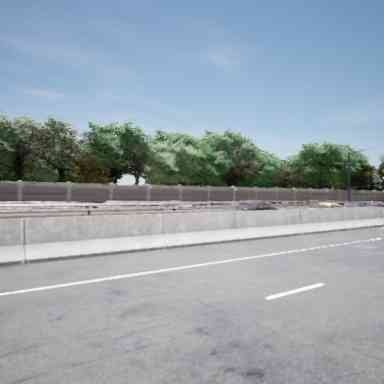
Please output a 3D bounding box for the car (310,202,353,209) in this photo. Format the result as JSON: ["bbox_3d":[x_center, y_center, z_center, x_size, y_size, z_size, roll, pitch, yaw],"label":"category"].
[{"bbox_3d":[11.888,1.734,29.685,5.008,1.535,1.882,1,0,-36],"label":"car"}]

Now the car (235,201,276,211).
[{"bbox_3d":[6.642,1.747,34.539,4.892,1.490,1.837,1,0,-36],"label":"car"}]

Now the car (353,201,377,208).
[{"bbox_3d":[19.203,1.914,39.221,5.357,1.411,2.033,1,0,-35],"label":"car"}]

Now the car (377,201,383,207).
[{"bbox_3d":[27.163,2.052,49.201,4.181,1.385,1.994,1,0,-35],"label":"car"}]
